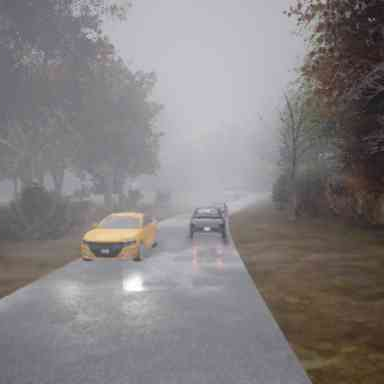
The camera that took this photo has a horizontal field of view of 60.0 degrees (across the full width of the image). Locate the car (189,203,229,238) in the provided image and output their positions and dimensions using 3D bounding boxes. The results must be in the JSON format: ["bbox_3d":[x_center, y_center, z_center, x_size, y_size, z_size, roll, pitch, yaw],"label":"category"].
[{"bbox_3d":[0.902,1.576,18.341,2.128,1.511,4.902,0,-1,4],"label":"car"}]

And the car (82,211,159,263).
[{"bbox_3d":[-2.439,1.506,12.371,1.882,1.535,5.008,0,0,3],"label":"car"}]

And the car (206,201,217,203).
[{"bbox_3d":[3.130,1.907,37.827,2.033,1.411,5.357,0,-1,9],"label":"car"}]

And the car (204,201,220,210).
[{"bbox_3d":[3.314,2.145,54.416,1.994,1.385,4.181,1,0,13],"label":"car"}]
